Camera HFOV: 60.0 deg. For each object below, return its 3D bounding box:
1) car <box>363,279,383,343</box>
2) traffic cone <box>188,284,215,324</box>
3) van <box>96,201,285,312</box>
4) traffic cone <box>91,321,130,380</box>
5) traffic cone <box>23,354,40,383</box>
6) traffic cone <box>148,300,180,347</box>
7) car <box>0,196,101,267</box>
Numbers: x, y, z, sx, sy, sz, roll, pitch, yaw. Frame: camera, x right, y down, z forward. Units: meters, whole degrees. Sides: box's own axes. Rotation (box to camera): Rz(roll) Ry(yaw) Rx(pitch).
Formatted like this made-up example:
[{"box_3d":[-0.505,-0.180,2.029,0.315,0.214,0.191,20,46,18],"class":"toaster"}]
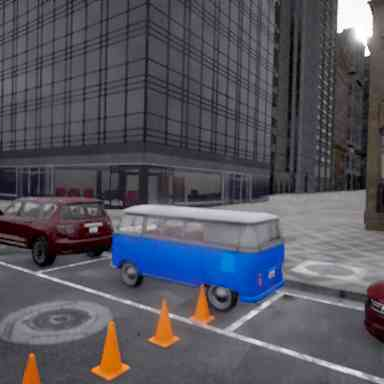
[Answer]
[{"box_3d":[4.566,1.590,3.944,4.507,1.381,1.887,2,1,35],"class":"car"},{"box_3d":[0.172,1.873,5.678,0.340,0.580,0.340,2,1,35],"class":"traffic cone"},{"box_3d":[-0.035,1.230,7.206,3.998,1.788,1.690,2,1,35],"class":"van"},{"box_3d":[-0.985,1.872,4.046,0.340,0.580,0.340,2,1,35],"class":"traffic cone"},{"box_3d":[-1.563,1.872,3.231,0.340,0.580,0.340,2,1,35],"class":"traffic cone"},{"box_3d":[-0.406,1.873,4.862,0.340,0.580,0.340,2,1,35],"class":"traffic cone"},{"box_3d":[-4.641,1.046,10.472,5.009,1.841,2.192,2,1,35],"class":"car"}]
